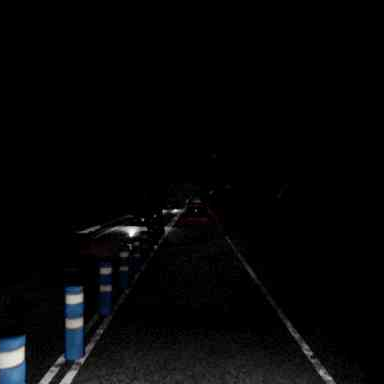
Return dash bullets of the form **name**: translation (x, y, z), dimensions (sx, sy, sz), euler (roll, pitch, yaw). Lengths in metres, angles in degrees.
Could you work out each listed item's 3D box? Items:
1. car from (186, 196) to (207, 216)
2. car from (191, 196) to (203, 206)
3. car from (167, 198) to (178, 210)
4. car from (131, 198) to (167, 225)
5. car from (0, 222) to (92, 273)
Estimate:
- **car**: translation (0.424, 1.450, 32.405), dimensions (2.128, 1.511, 4.902), euler (0, 0, 1)
- **car**: translation (0.776, 1.420, 51.780), dimensions (1.812, 1.442, 4.674), euler (0, 0, 1)
- **car**: translation (-2.825, 1.454, 42.519), dimensions (1.812, 1.442, 4.674), euler (0, 0, 1)
- **car**: translation (-3.160, 1.480, 24.051), dimensions (1.837, 1.490, 4.892), euler (0, 2, 1)
- **car**: translation (-5.288, 1.613, 9.692), dimensions (1.895, 1.301, 4.718), euler (0, 0, 28)
